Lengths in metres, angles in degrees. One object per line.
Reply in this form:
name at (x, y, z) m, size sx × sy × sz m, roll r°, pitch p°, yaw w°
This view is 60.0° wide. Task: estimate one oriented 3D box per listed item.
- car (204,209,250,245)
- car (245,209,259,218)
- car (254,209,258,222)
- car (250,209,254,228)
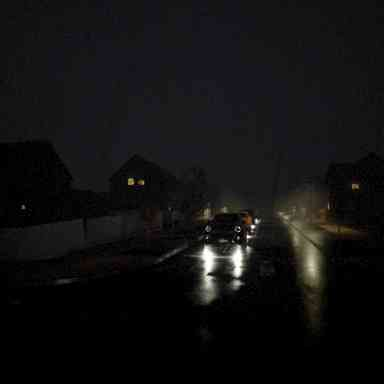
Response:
car at (2.042, 2.013, 19.406) m, size 2.097 × 1.767 × 4.553 m, roll -1°, pitch -2°, yaw 13°
car at (9.605, 3.387, 53.030) m, size 1.895 × 1.301 × 4.718 m, roll -1°, pitch -2°, yaw 13°
car at (6.313, 2.764, 38.608) m, size 1.882 × 1.535 × 5.008 m, roll -1°, pitch -2°, yaw 13°
car at (4.154, 2.444, 28.895) m, size 1.882 × 1.535 × 5.008 m, roll -1°, pitch -2°, yaw 12°
